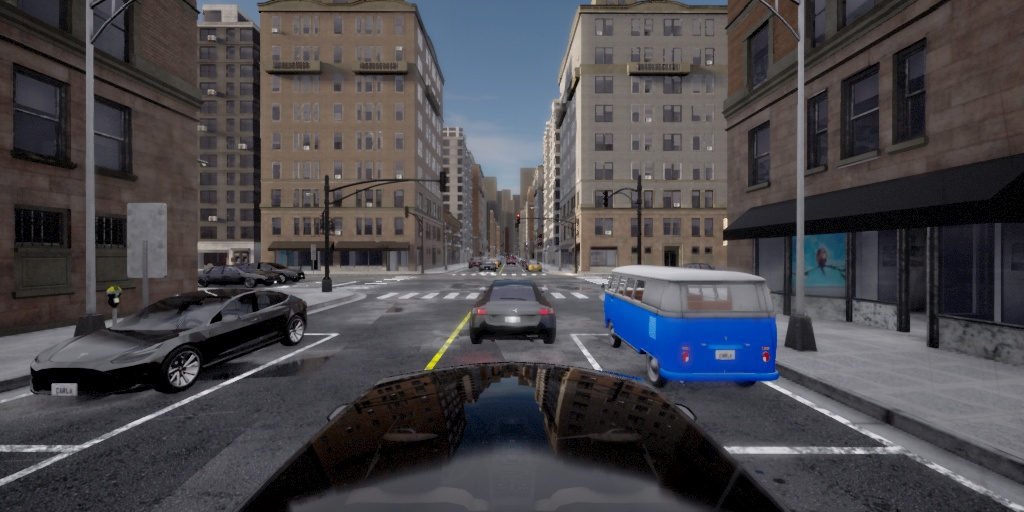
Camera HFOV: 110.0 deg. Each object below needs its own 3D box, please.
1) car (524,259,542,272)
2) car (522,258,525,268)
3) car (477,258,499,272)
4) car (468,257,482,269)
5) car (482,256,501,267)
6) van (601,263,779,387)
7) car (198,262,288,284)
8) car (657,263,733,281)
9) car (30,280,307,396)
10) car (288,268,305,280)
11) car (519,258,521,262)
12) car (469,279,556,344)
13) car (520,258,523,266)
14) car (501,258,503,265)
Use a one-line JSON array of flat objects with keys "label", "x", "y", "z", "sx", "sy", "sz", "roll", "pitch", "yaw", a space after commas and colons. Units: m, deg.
[{"label": "car", "x": 2.908, "y": 1.267, "z": 46.029, "sx": 1.751, "sy": 1.417, "sz": 4.829, "roll": 0, "pitch": 0, "yaw": 0}, {"label": "car", "x": 2.866, "y": 1.178, "z": 51.385, "sx": 1.967, "sy": 1.591, "sz": 4.097, "roll": 0, "pitch": 0, "yaw": 0}, {"label": "car", "x": -3.048, "y": 1.306, "z": 45.746, "sx": 1.994, "sy": 1.385, "sz": 4.181, "roll": 0, "pitch": 0, "yaw": -1}, {"label": "car", "x": -5.702, "y": 1.050, "z": 56.845, "sx": 2.192, "sy": 1.841, "sz": 5.009, "roll": 0, "pitch": 0, "yaw": 0}, {"label": "car", "x": -3.110, "y": 1.214, "z": 54.692, "sx": 1.882, "sy": 1.535, "sz": 5.008, "roll": 0, "pitch": 0, "yaw": 0}, {"label": "van", "x": 2.882, "y": 1.090, "z": 6.669, "sx": 1.690, "sy": 1.789, "sz": 3.998, "roll": 0, "pitch": 0, "yaw": 0}, {"label": "car", "x": -17.901, "y": 1.281, "z": 23.095, "sx": 5.357, "sy": 1.411, "sz": 2.033, "roll": 0, "pitch": 0, "yaw": 0}, {"label": "car", "x": 15.220, "y": 1.289, "z": 29.987, "sx": 5.357, "sy": 1.411, "sz": 2.033, "roll": 0, "pitch": 0, "yaw": 0}, {"label": "car", "x": -5.643, "y": 1.315, "z": 6.710, "sx": 1.948, "sy": 1.339, "sz": 4.313, "roll": 0, "pitch": 0, "yaw": 0}, {"label": "car", "x": -17.871, "y": 1.230, "z": 26.347, "sx": 4.892, "sy": 1.490, "sz": 1.837, "roll": 0, "pitch": 0, "yaw": 0}, {"label": "car", "x": 2.780, "y": 1.297, "z": 62.437, "sx": 1.948, "sy": 1.339, "sz": 4.313, "roll": 0, "pitch": 0, "yaw": 0}, {"label": "car", "x": 0.042, "y": 1.314, "z": 9.592, "sx": 1.994, "sy": 1.385, "sz": 4.181, "roll": 0, "pitch": 0, "yaw": 1}, {"label": "car", "x": 2.823, "y": 1.286, "z": 56.911, "sx": 2.007, "sy": 1.370, "sz": 4.403, "roll": 0, "pitch": 0, "yaw": 0}, {"label": "car", "x": -3.152, "y": 1.330, "z": 64.957, "sx": 1.895, "sy": 1.301, "sz": 4.718, "roll": 0, "pitch": 0, "yaw": 0}]
